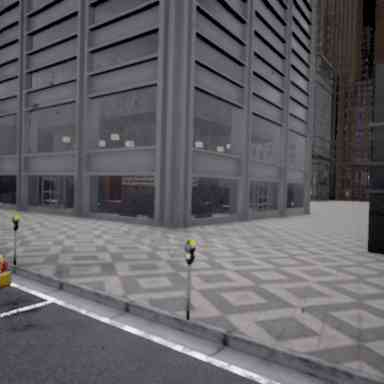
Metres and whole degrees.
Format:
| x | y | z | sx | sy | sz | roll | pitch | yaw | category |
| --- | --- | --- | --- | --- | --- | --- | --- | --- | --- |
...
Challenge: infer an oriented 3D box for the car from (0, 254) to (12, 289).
| x | y | z | sx | sy | sz | roll | pitch | yaw | category |
| --- | --- | --- | --- | --- | --- | --- | --- | --- | --- |
| -5.650 | 1.286 | 7.037 | 4.829 | 1.417 | 1.752 | 2 | 1 | 36 | car |
